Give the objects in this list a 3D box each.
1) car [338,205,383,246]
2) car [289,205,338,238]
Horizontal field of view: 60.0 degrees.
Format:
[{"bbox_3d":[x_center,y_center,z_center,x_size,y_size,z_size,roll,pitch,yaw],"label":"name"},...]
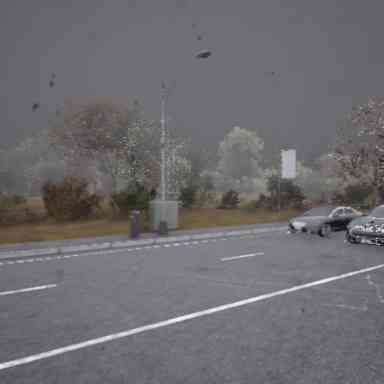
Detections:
[{"bbox_3d":[8.694,1.339,14.345,4.553,1.767,2.097,0,0,-35],"label":"car"},{"bbox_3d":[7.172,1.476,17.551,4.902,1.511,2.128,0,0,-34],"label":"car"}]
